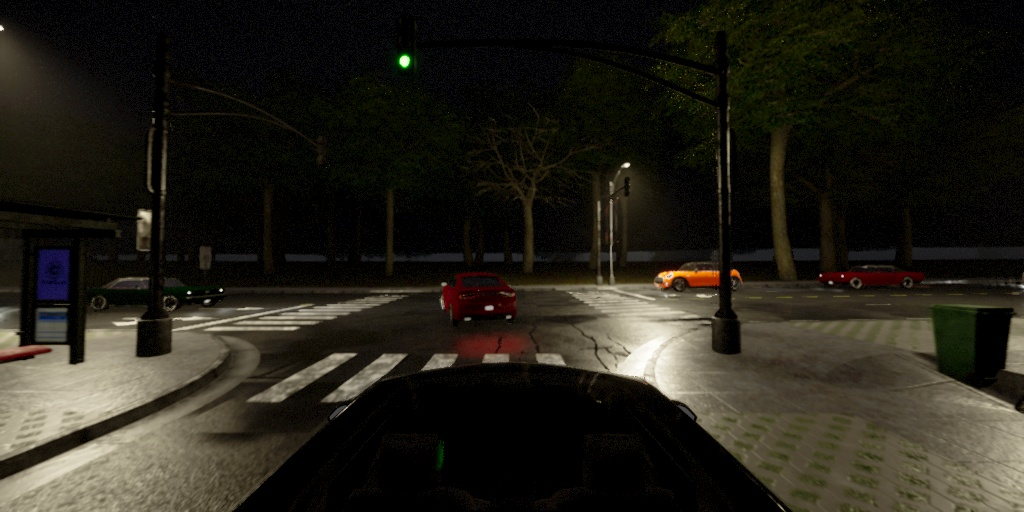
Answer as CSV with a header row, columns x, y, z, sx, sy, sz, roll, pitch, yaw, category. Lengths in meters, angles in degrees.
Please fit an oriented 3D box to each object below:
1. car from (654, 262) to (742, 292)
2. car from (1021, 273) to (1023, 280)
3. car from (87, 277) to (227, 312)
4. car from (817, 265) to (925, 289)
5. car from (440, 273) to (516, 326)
x,y,z,sx,sy,sz,roll,pitch,yaw,category
10.852,1.145,21.217,4.553,1.767,2.097,-1,-2,0,car
33.270,0.918,21.104,4.674,1.442,1.812,-1,-2,1,car
-14.525,1.519,14.623,4.718,1.301,1.895,0,-2,3,car
21.005,1.209,21.168,4.718,1.301,1.895,-1,-2,0,car
-1.307,1.309,12.247,1.882,1.535,5.008,0,-1,-16,car
